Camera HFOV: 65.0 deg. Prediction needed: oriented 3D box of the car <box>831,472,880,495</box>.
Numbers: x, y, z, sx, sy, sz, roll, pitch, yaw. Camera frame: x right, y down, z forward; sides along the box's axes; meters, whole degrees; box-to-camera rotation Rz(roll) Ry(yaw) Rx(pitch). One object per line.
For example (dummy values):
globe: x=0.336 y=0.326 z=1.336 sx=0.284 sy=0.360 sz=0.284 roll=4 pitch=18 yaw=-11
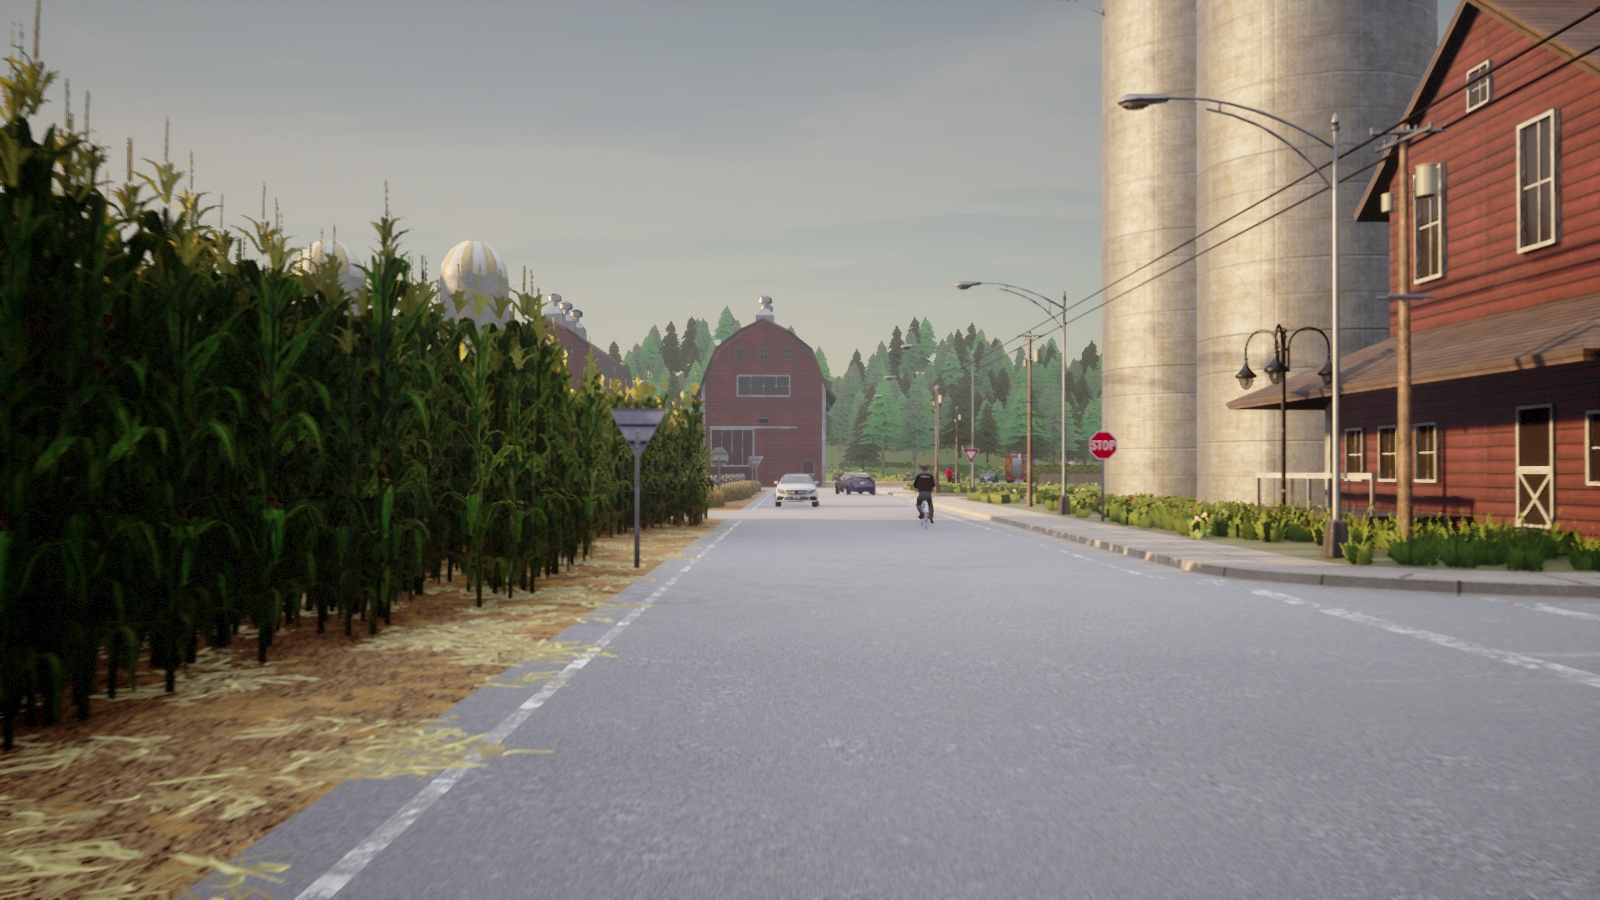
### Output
car: x=3.645 y=2.197 z=83.616 sx=2.163 sy=1.488 sz=4.792 roll=0 pitch=-1 yaw=-11

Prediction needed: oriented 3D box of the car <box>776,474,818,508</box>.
car: x=-0.136 y=1.773 z=55.742 sx=1.812 sy=1.442 sz=4.674 roll=0 pitch=-1 yaw=0
